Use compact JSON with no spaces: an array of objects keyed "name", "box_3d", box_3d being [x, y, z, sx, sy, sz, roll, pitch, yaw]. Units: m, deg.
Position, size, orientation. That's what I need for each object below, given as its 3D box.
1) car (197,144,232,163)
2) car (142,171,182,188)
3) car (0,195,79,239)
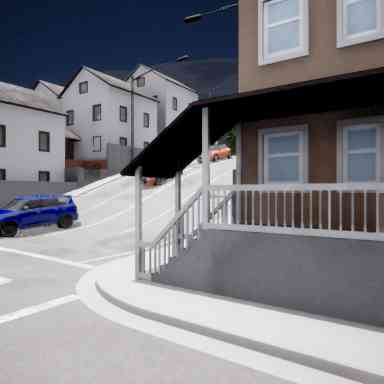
[{"name":"car","box_3d":[2.378,-4.222,35.660,2.097,1.767,4.553,0,11,35]},{"name":"car","box_3d":[-2.873,-1.747,28.061,2.097,1.767,4.553,0,19,34]},{"name":"car","box_3d":[-9.170,1.281,18.885,2.150,2.045,5.566,0,3,36]}]
